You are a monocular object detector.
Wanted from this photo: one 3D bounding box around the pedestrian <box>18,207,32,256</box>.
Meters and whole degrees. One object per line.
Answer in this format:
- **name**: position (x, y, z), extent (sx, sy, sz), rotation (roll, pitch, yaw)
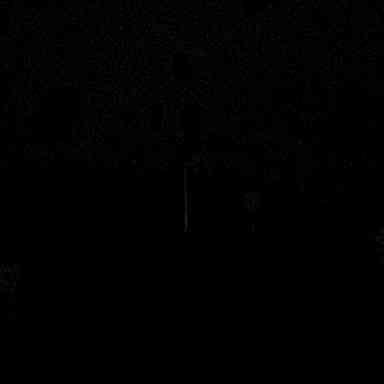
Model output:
- **pedestrian**: position (-6.318, 1.467, 12.546), extent (0.375, 1.860, 0.375), rotation (-2, -2, 22)
